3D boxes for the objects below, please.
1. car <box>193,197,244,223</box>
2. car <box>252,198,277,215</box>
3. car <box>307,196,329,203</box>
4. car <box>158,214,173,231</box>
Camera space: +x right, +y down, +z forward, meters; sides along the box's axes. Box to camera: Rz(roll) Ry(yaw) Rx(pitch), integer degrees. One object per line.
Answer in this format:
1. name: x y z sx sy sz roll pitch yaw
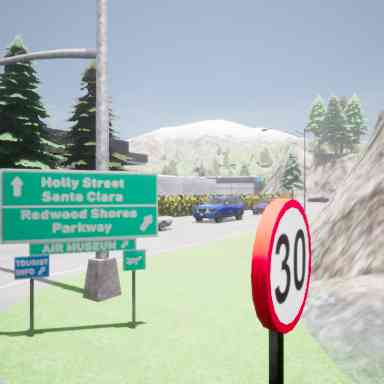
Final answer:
1. car: 2.372 1.413 27.915 2.150 2.045 5.566 0 0 36
2. car: 8.283 1.544 36.074 2.097 1.767 4.553 0 0 36
3. car: 28.248 1.717 74.735 2.128 1.511 4.902 0 0 -42
4. car: -3.311 1.792 20.057 1.895 1.301 4.718 0 0 36
